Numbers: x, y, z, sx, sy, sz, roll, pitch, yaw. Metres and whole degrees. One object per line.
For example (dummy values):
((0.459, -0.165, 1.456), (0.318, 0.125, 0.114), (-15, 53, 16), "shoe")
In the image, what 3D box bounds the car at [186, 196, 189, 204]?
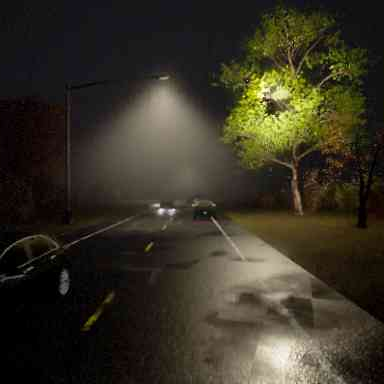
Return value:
((-0.005, 1.500, 62.481), (1.837, 1.490, 4.892), (0, 0, 0), "car")

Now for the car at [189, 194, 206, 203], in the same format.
((1.046, 1.222, 44.508), (2.150, 2.045, 5.566), (0, 0, 0), "car")

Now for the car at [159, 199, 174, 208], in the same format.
((-3.584, 1.598, 47.813), (1.895, 1.301, 4.718), (0, 0, 0), "car")

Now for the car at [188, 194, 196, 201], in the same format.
((-0.006, 1.285, 79.578), (1.882, 1.535, 5.008), (0, 0, 0), "car")

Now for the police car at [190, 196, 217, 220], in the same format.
((1.048, 1.425, 28.585), (1.930, 1.638, 5.238), (0, 0, 0), "police car")

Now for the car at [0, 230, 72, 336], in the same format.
((-3.601, 1.505, 5.653), (1.837, 1.490, 4.892), (0, 0, 0), "car")
